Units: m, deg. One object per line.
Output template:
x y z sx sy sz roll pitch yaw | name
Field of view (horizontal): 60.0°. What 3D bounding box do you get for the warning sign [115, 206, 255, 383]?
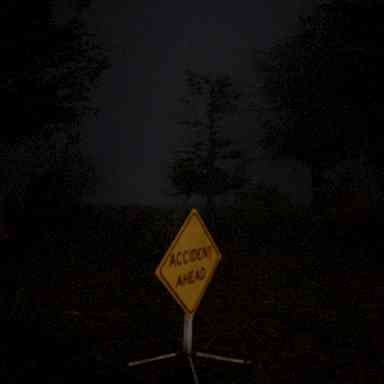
-0.035 1.126 3.982 1.060 1.860 1.300 1 -1 35 | warning sign
